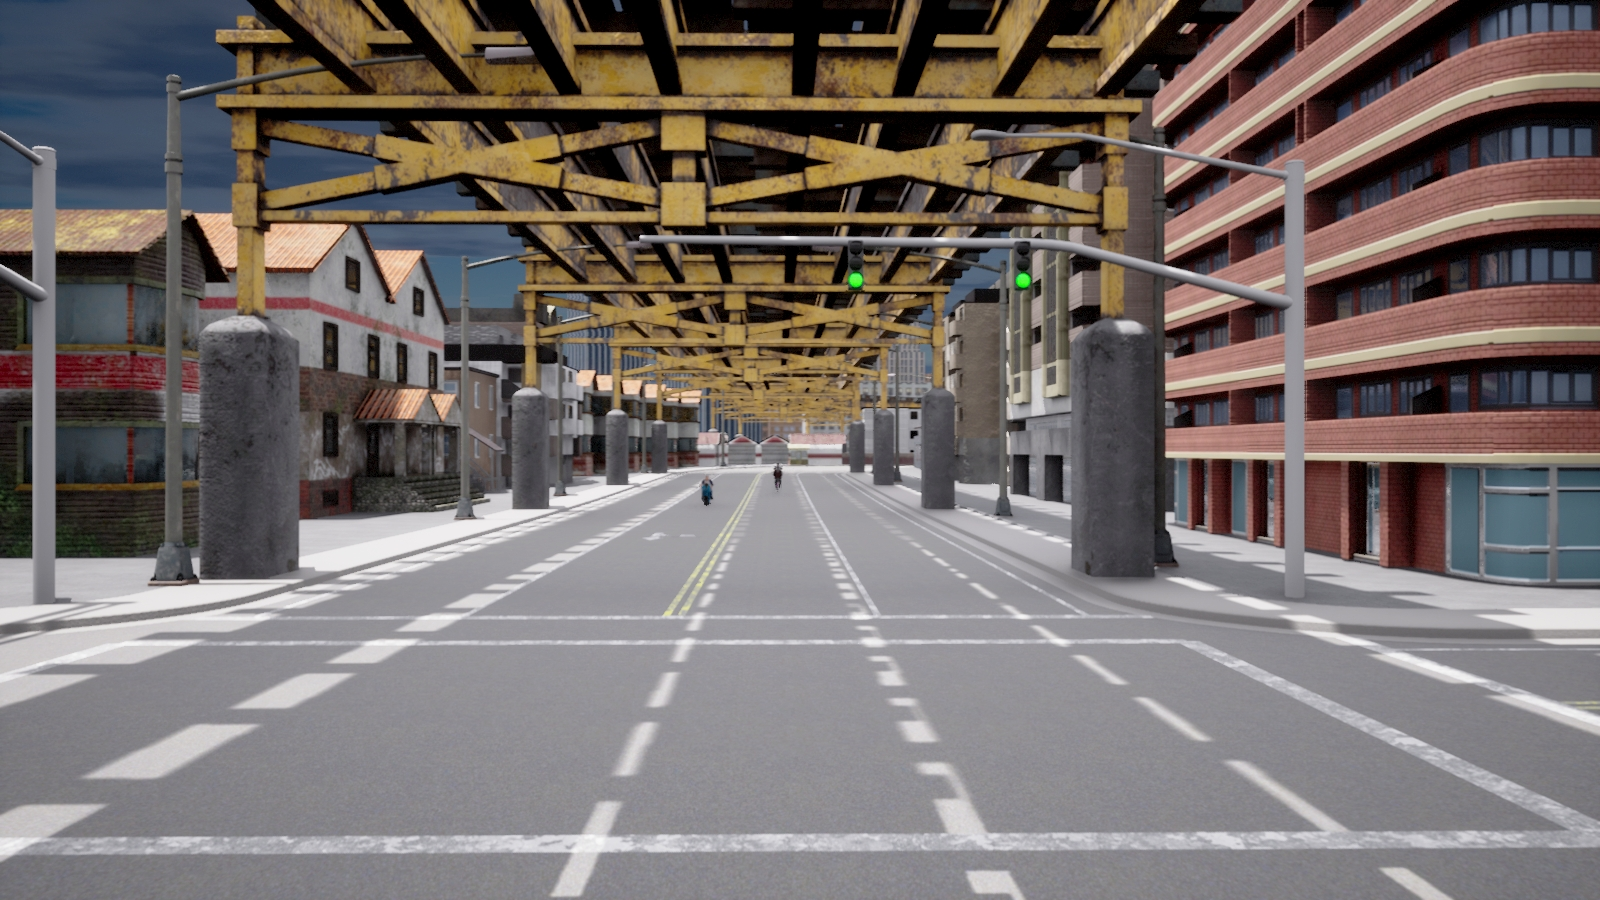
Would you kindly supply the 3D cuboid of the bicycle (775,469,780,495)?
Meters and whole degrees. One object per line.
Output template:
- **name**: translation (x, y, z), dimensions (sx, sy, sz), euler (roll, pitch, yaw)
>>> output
- **bicycle**: translation (-1.338, 1.925, 68.632), dimensions (0.329, 1.496, 1.835), euler (0, 1, -1)
